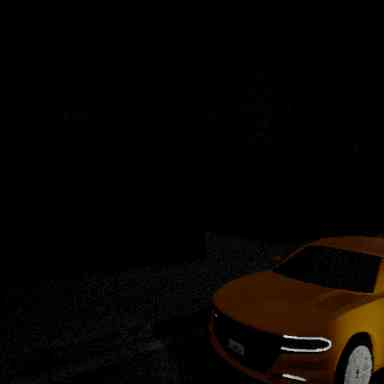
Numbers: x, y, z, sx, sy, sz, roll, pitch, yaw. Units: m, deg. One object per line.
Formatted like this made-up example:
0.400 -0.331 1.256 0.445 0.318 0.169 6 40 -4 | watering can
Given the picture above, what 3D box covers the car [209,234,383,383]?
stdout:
2.536 1.478 5.181 5.008 1.535 1.882 0 0 -35 | car
